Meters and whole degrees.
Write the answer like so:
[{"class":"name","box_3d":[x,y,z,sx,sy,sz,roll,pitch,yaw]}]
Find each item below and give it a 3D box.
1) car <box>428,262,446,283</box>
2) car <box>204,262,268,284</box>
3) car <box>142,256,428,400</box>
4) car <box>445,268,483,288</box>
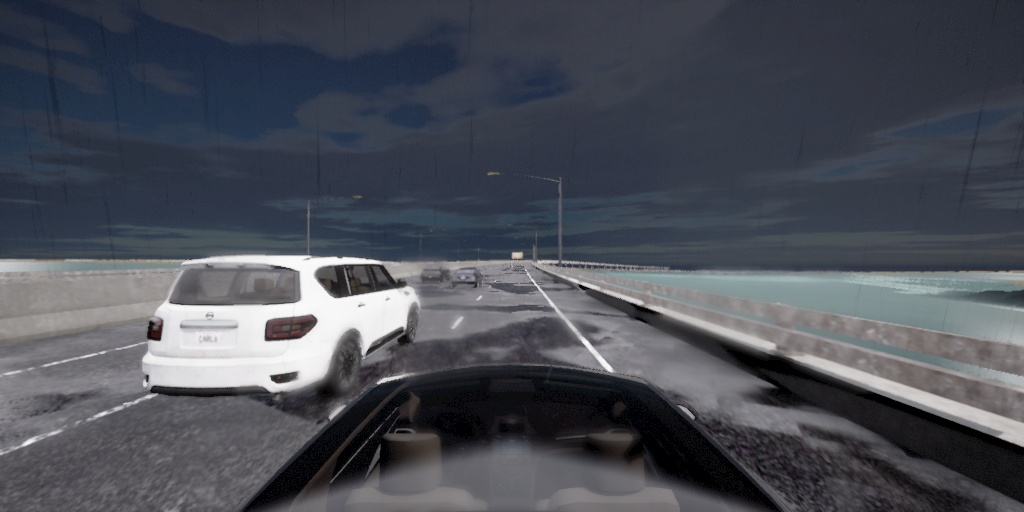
[{"class":"car","box_3d":[-6.689,1.565,31.983,2.128,1.511,4.902,0,-1,1]},{"class":"car","box_3d":[-24.383,1.427,31.952,2.097,1.767,4.553,0,-1,1]},{"class":"car","box_3d":[-3.408,1.029,6.738,2.150,2.045,5.566,0,0,1]},{"class":"car","box_3d":[-3.253,1.566,26.729,2.033,1.411,5.357,0,-1,1]}]
